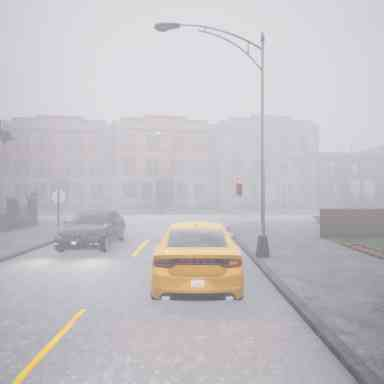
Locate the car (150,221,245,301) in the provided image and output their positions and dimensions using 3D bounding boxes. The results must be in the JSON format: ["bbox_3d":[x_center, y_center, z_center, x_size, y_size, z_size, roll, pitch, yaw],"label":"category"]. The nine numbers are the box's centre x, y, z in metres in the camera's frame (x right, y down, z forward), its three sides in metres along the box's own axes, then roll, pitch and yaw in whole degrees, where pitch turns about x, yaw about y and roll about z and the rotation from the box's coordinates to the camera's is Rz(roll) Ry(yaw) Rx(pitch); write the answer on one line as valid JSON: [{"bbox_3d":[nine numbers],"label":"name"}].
[{"bbox_3d":[0.110,1.478,8.396,1.882,1.535,5.008,0,0,0],"label":"car"}]

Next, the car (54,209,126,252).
[{"bbox_3d":[-4.033,1.504,13.859,1.837,1.490,4.892,0,0,1],"label":"car"}]
